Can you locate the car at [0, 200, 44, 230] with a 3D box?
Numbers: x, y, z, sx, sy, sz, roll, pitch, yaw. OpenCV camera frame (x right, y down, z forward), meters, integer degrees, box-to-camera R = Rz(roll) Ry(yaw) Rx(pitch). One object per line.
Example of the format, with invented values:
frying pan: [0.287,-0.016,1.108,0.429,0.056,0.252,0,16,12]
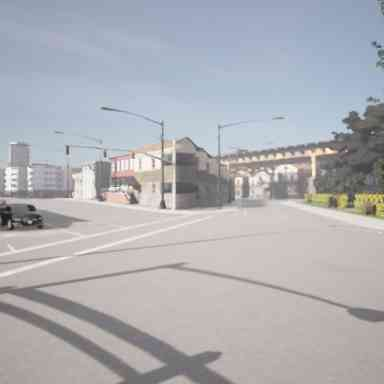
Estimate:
car: [-10.795,1.493,21.071,1.837,1.490,4.892,0,0,-37]

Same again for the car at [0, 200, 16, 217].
car: [-17.725,1.473,30.677,1.994,1.385,4.181,0,1,-36]
